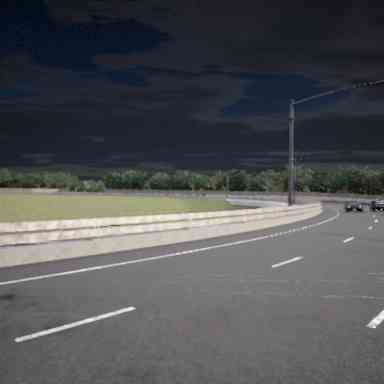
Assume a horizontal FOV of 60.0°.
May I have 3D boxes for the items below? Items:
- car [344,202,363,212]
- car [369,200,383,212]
[{"bbox_3d":[21.313,1.929,44.078,1.895,1.301,4.718,1,0,20],"label":"car"},{"bbox_3d":[25.396,1.889,45.282,1.837,1.490,4.892,1,0,19],"label":"car"}]
